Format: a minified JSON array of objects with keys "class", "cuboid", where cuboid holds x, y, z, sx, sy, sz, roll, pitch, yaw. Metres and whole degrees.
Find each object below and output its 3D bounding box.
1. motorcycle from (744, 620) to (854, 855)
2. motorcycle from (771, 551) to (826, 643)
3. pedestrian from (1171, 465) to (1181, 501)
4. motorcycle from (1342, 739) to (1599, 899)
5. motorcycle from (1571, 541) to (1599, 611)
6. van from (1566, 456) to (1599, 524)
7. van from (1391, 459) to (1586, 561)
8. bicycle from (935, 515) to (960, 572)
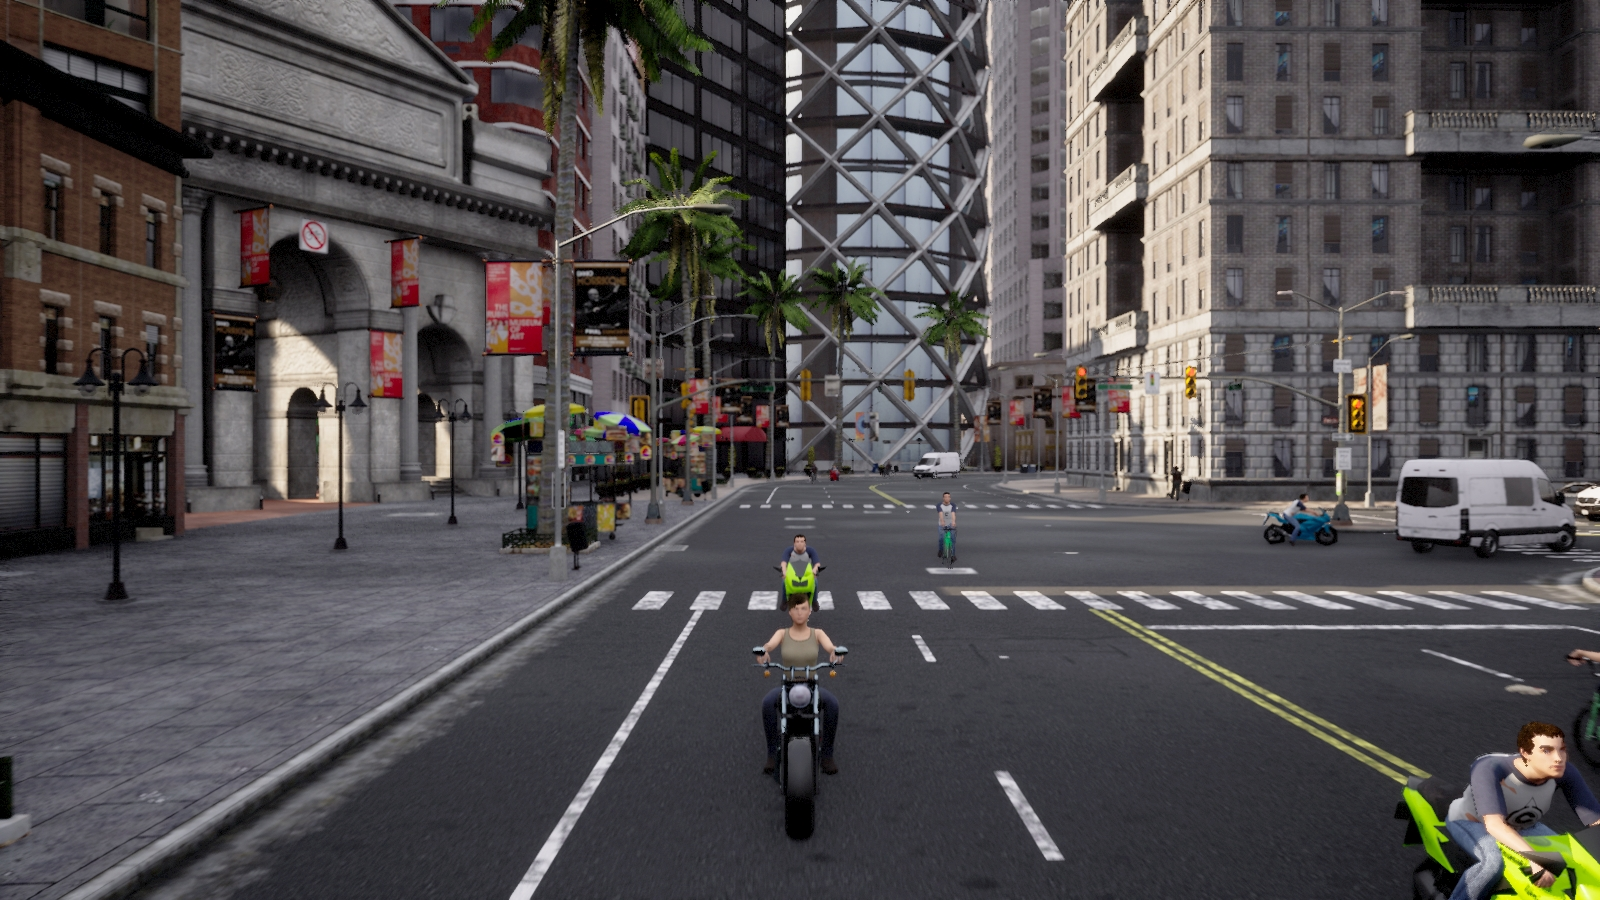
[{"class":"motorcycle","cuboid":[-0.010,2.170,9.108,0.764,1.277,2.356,0,0,0]},{"class":"motorcycle","cuboid":[-0.020,2.213,17.500,0.803,1.145,2.033,0,0,0]},{"class":"pedestrian","cuboid":[19.521,1.696,59.313,0.375,1.860,0.375,0,0,-3]},{"class":"motorcycle","cuboid":[3.479,2.213,5.469,0.803,1.145,2.033,0,0,0]},{"class":"motorcycle","cuboid":[14.776,2.213,19.950,2.033,1.145,0.803,0,0,17]},{"class":"van","cuboid":[33.274,1.535,44.223,5.915,2.561,1.988,0,0,-1]},{"class":"van","cuboid":[18.980,1.534,31.427,5.915,2.561,1.988,0,0,-30]},{"class":"bicycle","cuboid":[3.499,2.206,27.149,0.373,1.196,1.643,0,0,0]}]
